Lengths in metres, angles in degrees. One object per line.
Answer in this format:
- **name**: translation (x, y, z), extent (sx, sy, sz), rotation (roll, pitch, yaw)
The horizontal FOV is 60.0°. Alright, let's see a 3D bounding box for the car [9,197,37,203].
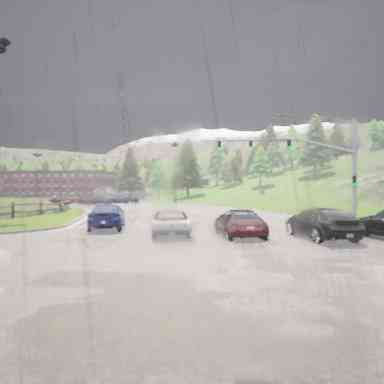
- **car**: translation (-31.869, 1.597, 62.619), extent (5.357, 1.411, 2.033), rotation (0, 0, 20)

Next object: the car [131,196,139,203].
- **car**: translation (-12.820, 1.525, 67.461), extent (4.892, 1.490, 1.837), rotation (0, 0, 38)

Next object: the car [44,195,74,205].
- **car**: translation (-22.849, 1.547, 57.554), extent (4.892, 1.490, 1.837), rotation (0, 0, 34)

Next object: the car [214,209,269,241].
- **car**: translation (2.383, 1.560, 16.832), extent (1.994, 1.385, 4.181), rotation (0, 0, -7)

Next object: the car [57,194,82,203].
- **car**: translation (-24.662, 1.336, 66.993), extent (4.553, 1.767, 2.097), rotation (0, 0, 27)

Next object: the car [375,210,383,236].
- **car**: translation (9.599, 1.487, 15.274), extent (1.837, 1.490, 4.892), rotation (0, 0, -6)

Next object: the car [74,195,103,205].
- **car**: translation (-18.216, 1.538, 58.296), extent (4.892, 1.490, 1.837), rotation (0, 0, 42)

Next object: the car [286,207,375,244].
- **car**: translation (6.051, 1.494, 15.670), extent (1.837, 1.490, 4.892), rotation (0, 0, -6)

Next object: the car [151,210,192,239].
- **car**: translation (-1.182, 1.603, 17.455), extent (1.895, 1.301, 4.718), rotation (0, 0, -7)

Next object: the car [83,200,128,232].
- **car**: translation (-5.152, 1.487, 20.384), extent (1.882, 1.535, 5.008), rotation (0, 0, -8)

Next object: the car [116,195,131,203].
- **car**: translation (-14.618, 1.379, 64.414), extent (4.553, 1.767, 2.097), rotation (0, 0, 38)

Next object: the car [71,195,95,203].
- **car**: translation (-22.990, 1.469, 70.067), extent (4.892, 1.490, 1.837), rotation (0, 0, 27)

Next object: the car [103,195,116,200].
- **car**: translation (-16.583, 1.594, 61.492), extent (4.181, 1.385, 1.994), rotation (0, 0, 38)

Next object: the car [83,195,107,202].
- **car**: translation (-21.291, 1.484, 73.127), extent (4.902, 1.511, 2.128), rotation (0, 0, 27)
